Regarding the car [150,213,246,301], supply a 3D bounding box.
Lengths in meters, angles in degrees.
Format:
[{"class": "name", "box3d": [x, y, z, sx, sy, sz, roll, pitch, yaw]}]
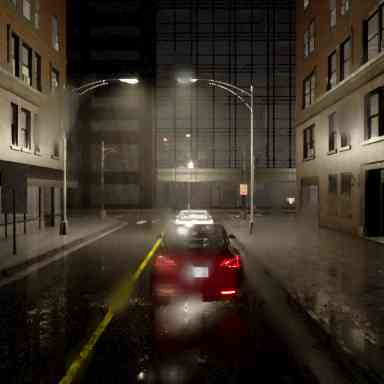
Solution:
[{"class": "car", "box3d": [0.109, 1.504, 8.401, 2.163, 1.488, 4.792, 0, 0, 0]}]

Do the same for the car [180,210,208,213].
[{"class": "car", "box3d": [0.100, 1.602, 17.417, 1.895, 1.301, 4.718, 0, 0, 0]}]
